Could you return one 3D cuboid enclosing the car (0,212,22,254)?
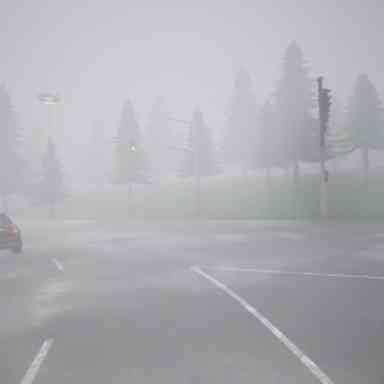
[{"bbox_3d":[-8.760,1.600,13.758,2.097,1.767,4.553,-2,0,-43],"label":"car"}]
